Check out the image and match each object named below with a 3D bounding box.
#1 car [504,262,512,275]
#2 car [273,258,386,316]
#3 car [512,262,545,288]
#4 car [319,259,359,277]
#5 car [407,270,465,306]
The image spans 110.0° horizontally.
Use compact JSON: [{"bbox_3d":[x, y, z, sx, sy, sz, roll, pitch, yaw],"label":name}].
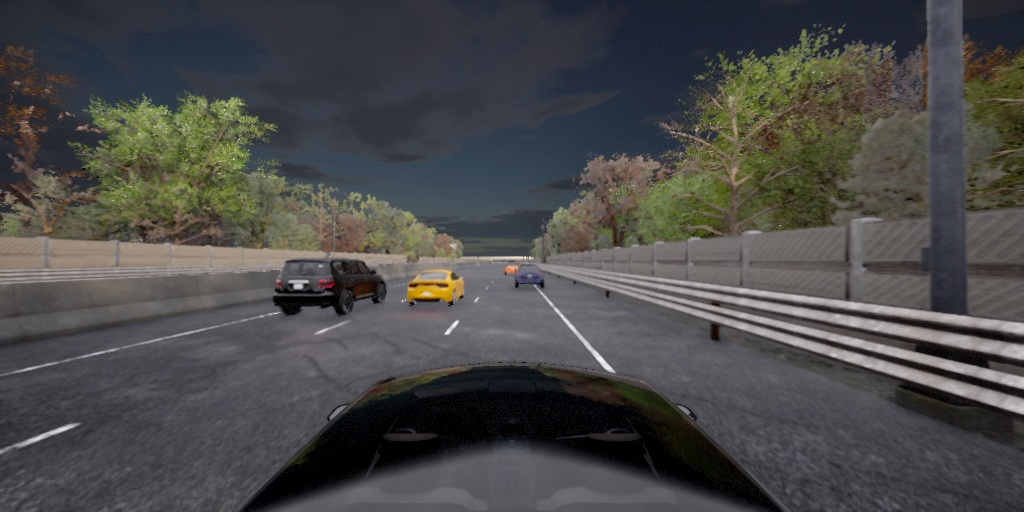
[{"bbox_3d":[0.035,1.640,48.971,2.097,1.767,4.553,0,-1,1],"label":"car"},{"bbox_3d":[-6.899,1.103,14.262,2.150,2.045,5.566,0,-1,0],"label":"car"},{"bbox_3d":[1.229,1.377,26.874,2.097,1.767,4.553,0,-1,0],"label":"car"},{"bbox_3d":[-21.062,1.453,43.917,2.150,2.045,5.566,0,-1,0],"label":"car"},{"bbox_3d":[-3.395,1.386,16.778,1.882,1.535,5.008,0,-1,0],"label":"car"}]
